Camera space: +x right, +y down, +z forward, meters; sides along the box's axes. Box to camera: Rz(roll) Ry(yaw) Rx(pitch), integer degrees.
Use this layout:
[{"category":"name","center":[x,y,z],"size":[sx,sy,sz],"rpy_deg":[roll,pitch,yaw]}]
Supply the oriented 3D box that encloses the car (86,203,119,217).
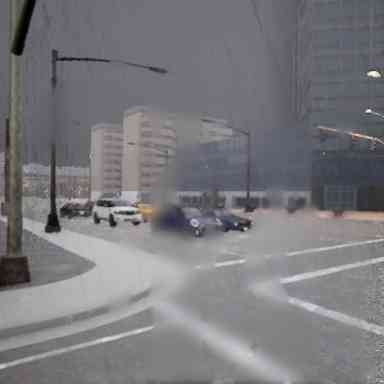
[{"category":"car","center":[-10.267,1.990,37.896],"size":[2.128,1.511,4.902],"rpy_deg":[1,-1,-36]}]

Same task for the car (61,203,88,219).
[{"category":"car","center":[-12.240,1.939,34.651],"size":[2.128,1.511,4.902],"rpy_deg":[1,-1,-36]}]

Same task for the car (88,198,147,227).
[{"category":"car","center":[-5.950,1.514,25.967],"size":[2.150,2.045,5.566],"rpy_deg":[1,-1,-36]}]

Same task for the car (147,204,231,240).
[{"category":"car","center":[-0.318,1.535,18.196],"size":[2.097,1.767,4.553],"rpy_deg":[1,-1,-36]}]

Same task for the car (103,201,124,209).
[{"category":"car","center":[-14.667,2.406,62.171],"size":[2.128,1.511,4.902],"rpy_deg":[1,-1,-36]}]

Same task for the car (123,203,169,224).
[{"category":"car","center":[-4.183,1.826,29.486],"size":[1.882,1.535,5.008],"rpy_deg":[1,-1,-36]}]

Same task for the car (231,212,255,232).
[{"category":"car","center":[1.582,1.779,21.540],"size":[2.033,1.411,5.357],"rpy_deg":[1,-1,-36]}]

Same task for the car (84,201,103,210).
[{"category":"car","center":[-18.079,2.404,60.910],"size":[1.837,1.490,4.892],"rpy_deg":[1,-1,-36]}]
